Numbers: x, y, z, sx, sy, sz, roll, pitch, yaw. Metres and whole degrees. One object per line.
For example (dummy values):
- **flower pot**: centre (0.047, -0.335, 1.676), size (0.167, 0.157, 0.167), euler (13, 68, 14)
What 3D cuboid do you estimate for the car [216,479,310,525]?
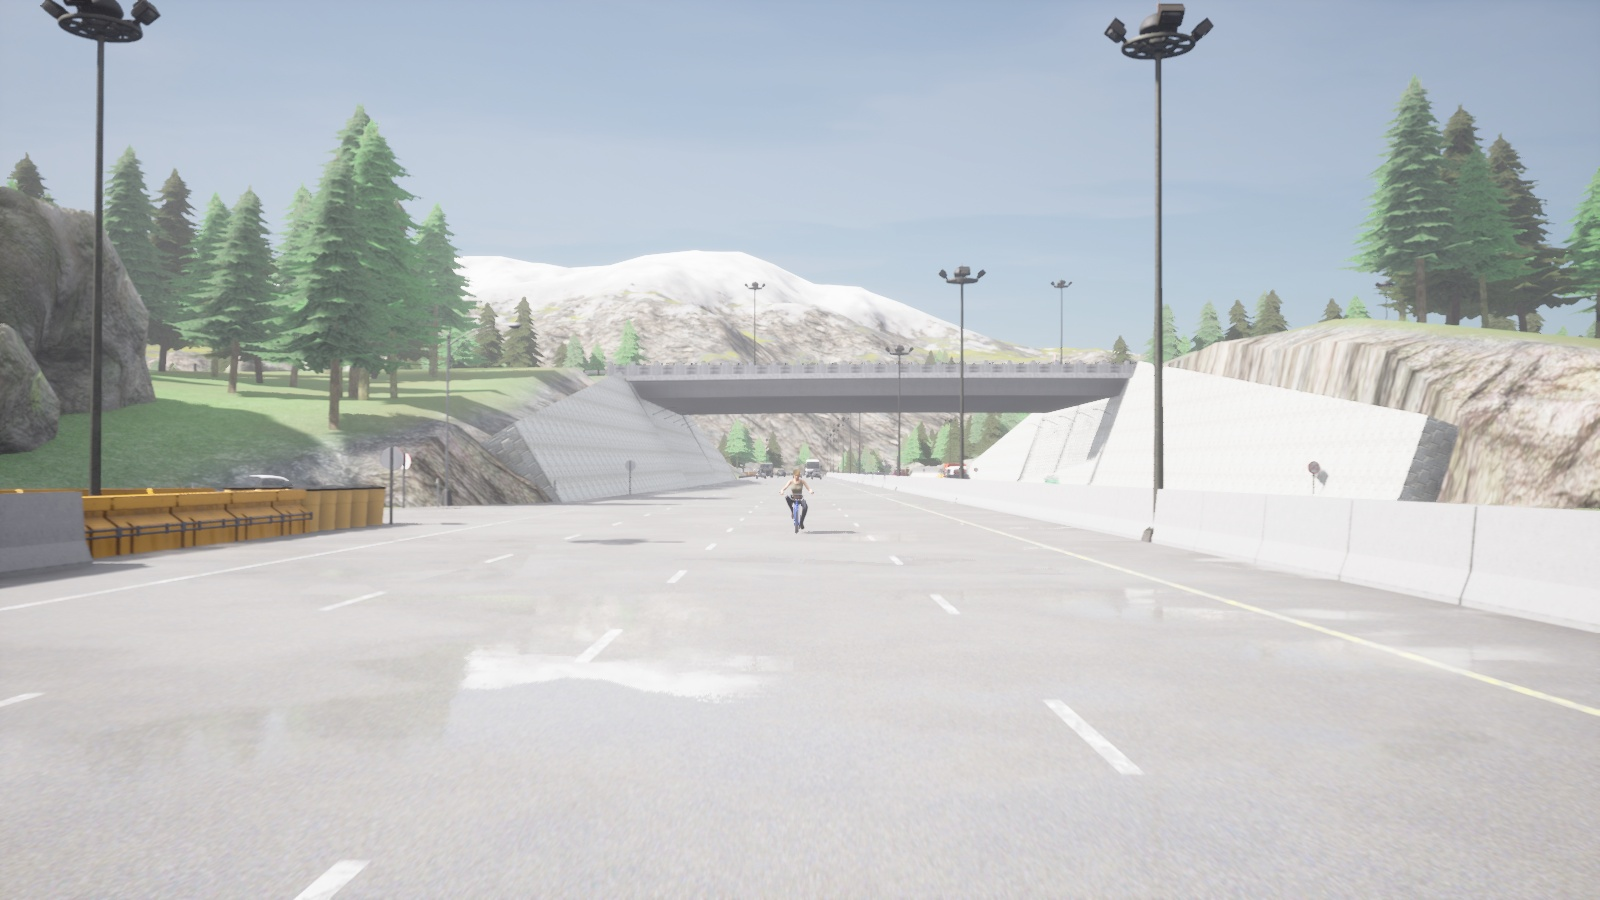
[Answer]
- **car**: centre (-16.688, 1.590, 39.079), size (1.481, 1.376, 2.207), euler (-1, -1, 34)

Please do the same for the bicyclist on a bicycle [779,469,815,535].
- **bicyclist on a bicycle**: centre (-0.072, 1.276, 31.350), size (0.866, 1.612, 1.509), euler (0, -1, 0)
